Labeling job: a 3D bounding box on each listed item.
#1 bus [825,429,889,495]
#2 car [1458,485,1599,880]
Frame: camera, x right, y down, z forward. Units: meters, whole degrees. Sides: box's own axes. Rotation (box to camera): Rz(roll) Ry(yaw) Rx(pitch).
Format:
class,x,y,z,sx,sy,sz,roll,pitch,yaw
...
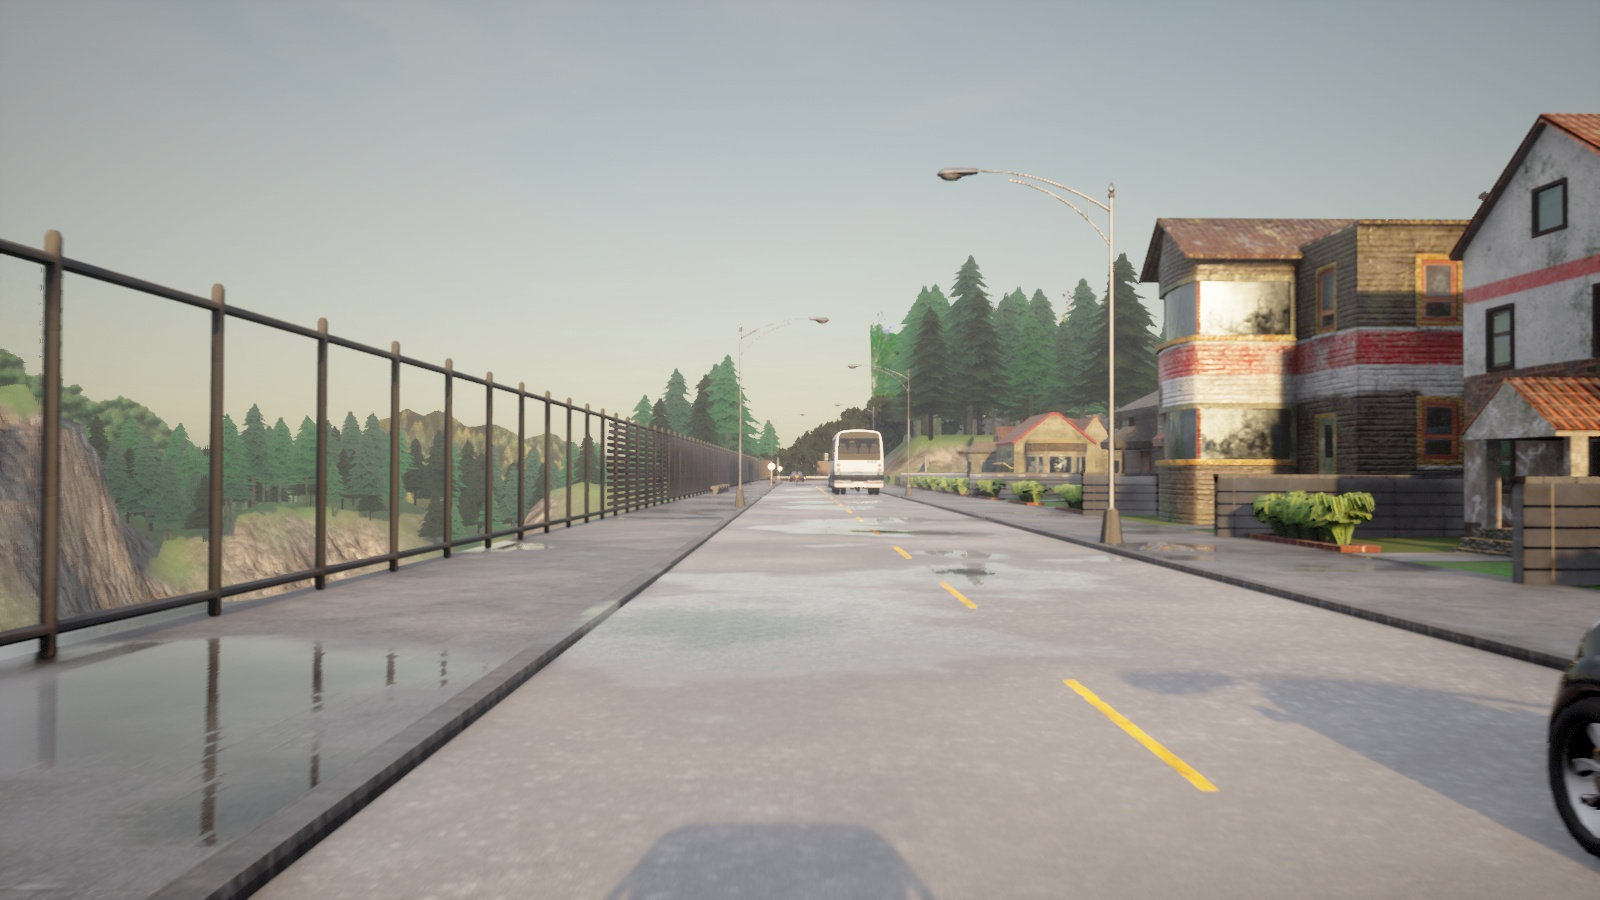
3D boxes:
class,x,y,z,sx,sy,sz,roll,pitch,yaw
bus,3.785,0.868,86.315,3.944,4.253,10.273,0,-1,0
car,3.990,0.880,4.016,1.845,1.501,3.633,0,-1,0
